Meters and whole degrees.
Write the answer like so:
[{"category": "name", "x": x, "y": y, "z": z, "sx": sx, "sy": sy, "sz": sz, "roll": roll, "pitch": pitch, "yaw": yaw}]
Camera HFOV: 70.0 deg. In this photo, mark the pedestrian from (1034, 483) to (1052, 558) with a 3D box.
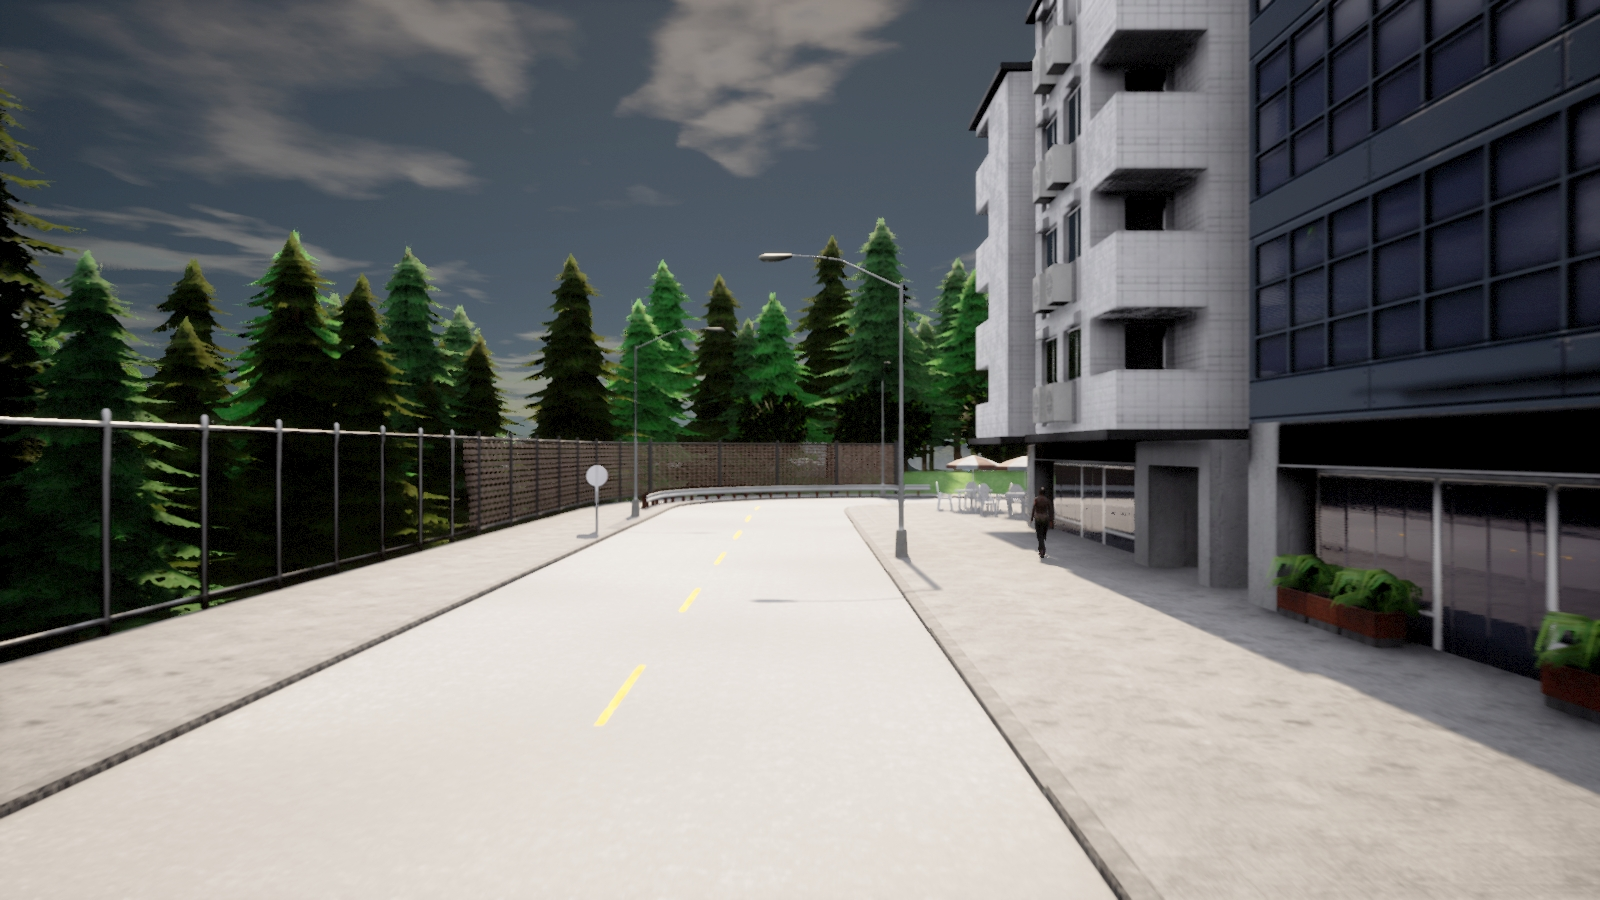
[{"category": "pedestrian", "x": 6.029, "y": 1.746, "z": 28.395, "sx": 0.375, "sy": 1.860, "sz": 0.375, "roll": 0, "pitch": 0, "yaw": 2}]
